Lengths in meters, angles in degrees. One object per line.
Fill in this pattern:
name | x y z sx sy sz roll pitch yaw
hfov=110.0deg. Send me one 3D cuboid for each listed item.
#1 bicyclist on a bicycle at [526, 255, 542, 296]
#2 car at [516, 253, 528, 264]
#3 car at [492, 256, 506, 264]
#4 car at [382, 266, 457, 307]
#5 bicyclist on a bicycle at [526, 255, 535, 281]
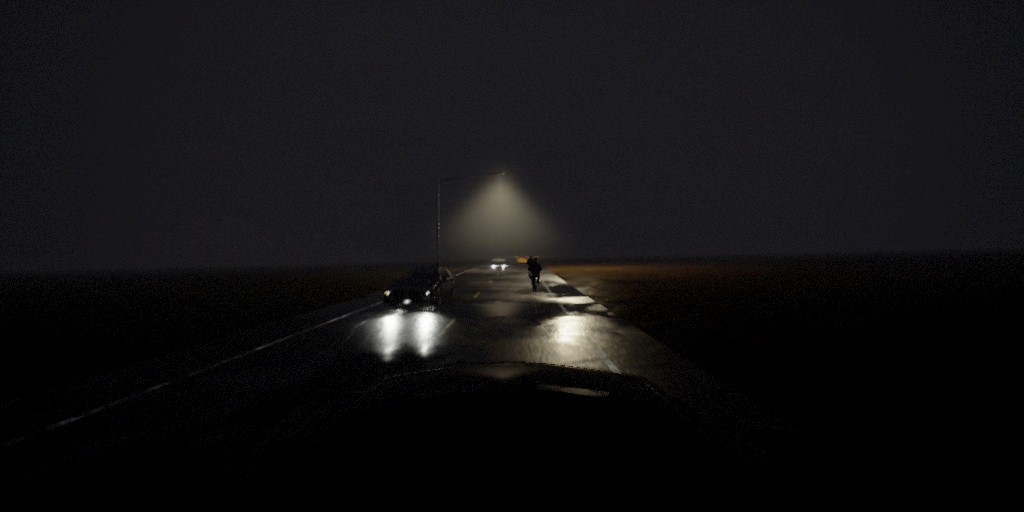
bicyclist on a bicycle | 1.103 0.925 16.721 0.659 1.776 1.843 0 1 1
car | 1.644 0.501 57.235 1.882 1.535 5.008 0 1 3
car | -1.997 0.630 56.407 1.895 1.301 4.718 0 1 3
car | -3.494 1.120 14.695 2.033 1.411 5.357 0 1 1
bicyclist on a bicycle | 1.311 0.807 25.689 0.659 1.776 1.843 0 1 2
